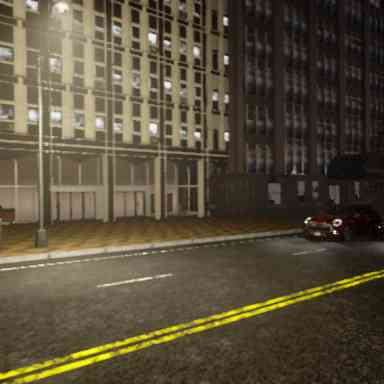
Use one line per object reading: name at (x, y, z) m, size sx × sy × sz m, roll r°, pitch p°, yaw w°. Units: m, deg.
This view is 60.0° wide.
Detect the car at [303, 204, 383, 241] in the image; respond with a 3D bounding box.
car at (7.840, 1.427, 17.201) m, size 4.553 × 1.767 × 2.097 m, roll 0°, pitch 0°, yaw -35°
